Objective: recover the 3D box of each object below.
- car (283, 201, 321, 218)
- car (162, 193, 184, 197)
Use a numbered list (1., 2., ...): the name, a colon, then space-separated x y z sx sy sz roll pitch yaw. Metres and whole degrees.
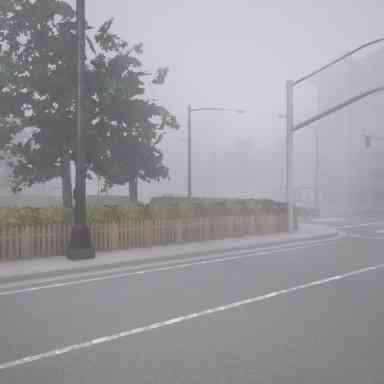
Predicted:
1. car: 9.368 1.526 30.313 1.812 1.442 4.674 0 0 -35
2. car: -2.338 1.221 47.233 2.150 2.045 5.566 0 0 -35
